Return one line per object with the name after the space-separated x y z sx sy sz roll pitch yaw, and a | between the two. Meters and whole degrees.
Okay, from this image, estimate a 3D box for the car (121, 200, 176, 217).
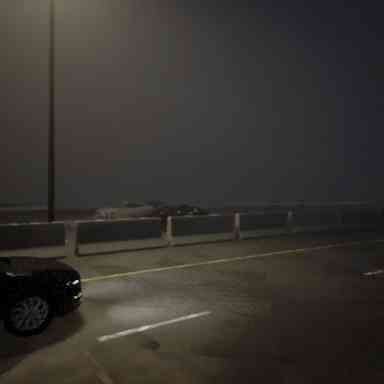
-3.920 1.453 30.374 4.674 1.442 1.812 0 0 -30 | car

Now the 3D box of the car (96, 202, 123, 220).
-5.008 1.458 25.633 4.674 1.442 1.812 0 0 -31 | car

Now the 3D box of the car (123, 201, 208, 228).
-1.281 1.462 19.709 4.892 1.490 1.837 0 0 -31 | car

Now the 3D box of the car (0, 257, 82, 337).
-4.201 1.478 4.993 4.892 1.490 1.837 0 0 -35 | car
